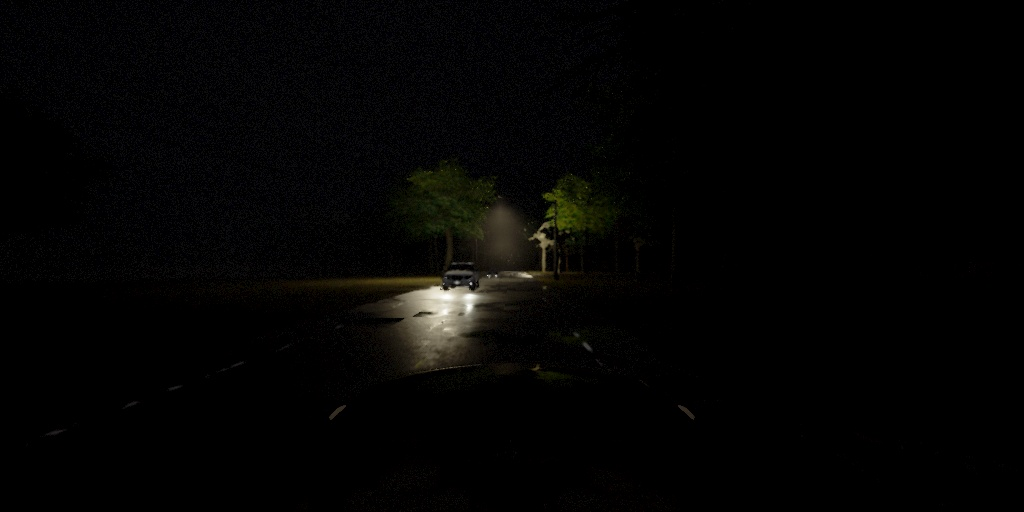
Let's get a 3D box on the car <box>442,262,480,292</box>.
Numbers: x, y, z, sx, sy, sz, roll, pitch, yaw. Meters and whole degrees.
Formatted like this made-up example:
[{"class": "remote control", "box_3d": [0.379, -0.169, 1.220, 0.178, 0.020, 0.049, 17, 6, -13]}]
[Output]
[{"class": "car", "box_3d": [-3.623, 1.464, 26.333, 2.150, 2.045, 5.566, 0, -1, 0]}]
